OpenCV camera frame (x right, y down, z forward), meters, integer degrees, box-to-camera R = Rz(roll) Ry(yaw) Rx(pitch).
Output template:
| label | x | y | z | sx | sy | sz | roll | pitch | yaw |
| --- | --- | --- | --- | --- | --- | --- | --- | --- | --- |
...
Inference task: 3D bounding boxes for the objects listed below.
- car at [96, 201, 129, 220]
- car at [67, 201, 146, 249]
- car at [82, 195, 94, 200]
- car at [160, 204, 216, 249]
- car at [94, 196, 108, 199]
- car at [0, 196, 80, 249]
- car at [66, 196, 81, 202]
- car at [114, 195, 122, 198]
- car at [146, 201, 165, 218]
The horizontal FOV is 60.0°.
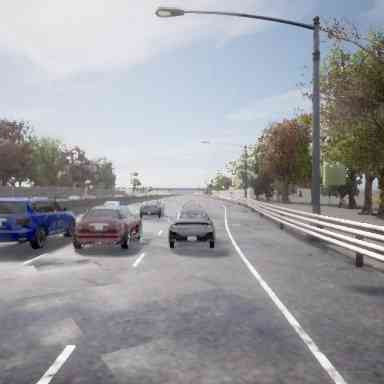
| label | x | y | z | sx | sy | sz | roll | pitch | yaw |
| --- | --- | --- | --- | --- | --- | --- | --- | --- | --- |
| car | -7.000 | 1.542 | 29.651 | 1.812 | 1.442 | 4.674 | 0 | 0 | 0 |
| car | -3.500 | 1.366 | 14.621 | 2.097 | 1.767 | 4.553 | 0 | 0 | 0 |
| car | -24.500 | 1.414 | 78.899 | 2.097 | 1.767 | 4.553 | 0 | 0 | 0 |
| car | 0.000 | 1.495 | 14.651 | 2.128 | 1.511 | 4.902 | 0 | 0 | 0 |
| car | -21.000 | 1.654 | 78.838 | 1.895 | 1.301 | 4.718 | 0 | 0 | 0 |
| car | -7.000 | 1.258 | 14.681 | 2.150 | 2.045 | 5.566 | 0 | 0 | 0 |
| car | -28.000 | 1.583 | 78.868 | 1.812 | 1.442 | 4.674 | 0 | 0 | 0 |
| car | -17.500 | 1.536 | 78.868 | 1.882 | 1.535 | 5.008 | 0 | 0 | 0 |
| car | -3.500 | 1.504 | 29.651 | 2.128 | 1.511 | 4.902 | 0 | 0 | 0 |
